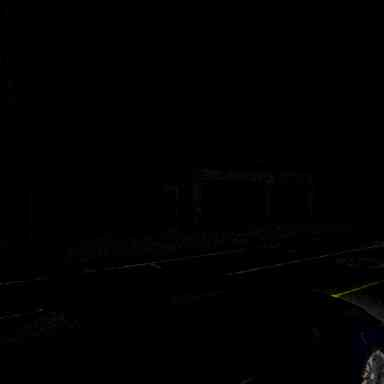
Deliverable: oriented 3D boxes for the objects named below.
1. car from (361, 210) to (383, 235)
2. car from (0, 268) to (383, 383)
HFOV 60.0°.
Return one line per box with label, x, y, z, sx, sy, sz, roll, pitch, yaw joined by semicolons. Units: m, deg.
car;10.616;1.582;17.470;4.206;1.307;1.802;0;0;-35
car;0.099;1.526;3.234;4.674;1.442;1.812;0;0;-36
